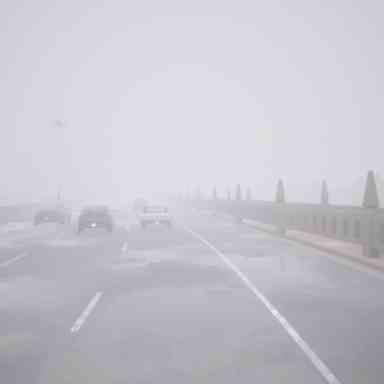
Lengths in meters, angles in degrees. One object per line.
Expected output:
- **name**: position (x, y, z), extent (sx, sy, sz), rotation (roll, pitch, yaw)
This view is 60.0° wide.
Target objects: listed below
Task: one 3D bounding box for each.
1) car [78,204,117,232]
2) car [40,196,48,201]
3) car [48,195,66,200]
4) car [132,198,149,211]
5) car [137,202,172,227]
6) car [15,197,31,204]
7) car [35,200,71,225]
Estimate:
- **car**: position (-5.673, 1.510, 20.108), extent (1.837, 1.490, 4.892), rotation (0, 0, -10)
- **car**: position (-30.096, 1.559, 68.929), extent (1.837, 1.490, 4.892), rotation (0, 0, -12)
- **car**: position (-25.319, 1.402, 63.140), extent (2.097, 1.767, 4.553), rotation (0, 0, -12)
- **car**: position (-6.326, 1.495, 41.070), extent (1.837, 1.490, 4.892), rotation (0, 0, -12)
- **car**: position (-2.558, 1.592, 22.656), extent (1.895, 1.301, 4.718), rotation (0, 0, -11)
- **car**: position (-32.772, 1.626, 64.610), extent (1.994, 1.385, 4.181), rotation (0, 0, -12)
- **car**: position (-9.984, 1.545, 24.064), extent (1.812, 1.442, 4.674), rotation (0, 0, -11)
